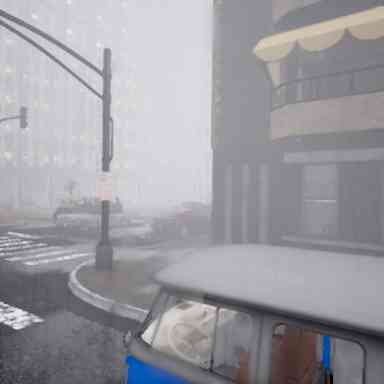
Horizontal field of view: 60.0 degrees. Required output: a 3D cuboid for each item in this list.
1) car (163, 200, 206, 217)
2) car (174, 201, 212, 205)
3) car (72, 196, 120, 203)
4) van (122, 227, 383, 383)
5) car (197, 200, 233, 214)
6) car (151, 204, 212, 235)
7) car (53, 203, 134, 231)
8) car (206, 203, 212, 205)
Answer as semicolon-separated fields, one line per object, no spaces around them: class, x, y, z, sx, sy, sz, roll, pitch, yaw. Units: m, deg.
car;-0.633;1.526;32.318;1.887;1.381;4.507;1;0;36
car;-0.210;1.563;28.477;2.033;1.411;5.357;1;0;35
car;-7.104;1.236;23.357;2.192;1.841;5.009;1;0;36
van;1.335;1.342;1.904;3.998;1.788;1.690;0;1;36
car;2.604;1.578;36.800;1.947;1.339;4.313;1;0;36
car;-0.317;1.629;18.450;1.887;1.381;4.507;1;0;36
car;-5.896;1.565;20.606;1.895;1.301;4.718;1;0;36
car;2.920;1.659;22.930;1.887;1.381;4.507;1;0;36
